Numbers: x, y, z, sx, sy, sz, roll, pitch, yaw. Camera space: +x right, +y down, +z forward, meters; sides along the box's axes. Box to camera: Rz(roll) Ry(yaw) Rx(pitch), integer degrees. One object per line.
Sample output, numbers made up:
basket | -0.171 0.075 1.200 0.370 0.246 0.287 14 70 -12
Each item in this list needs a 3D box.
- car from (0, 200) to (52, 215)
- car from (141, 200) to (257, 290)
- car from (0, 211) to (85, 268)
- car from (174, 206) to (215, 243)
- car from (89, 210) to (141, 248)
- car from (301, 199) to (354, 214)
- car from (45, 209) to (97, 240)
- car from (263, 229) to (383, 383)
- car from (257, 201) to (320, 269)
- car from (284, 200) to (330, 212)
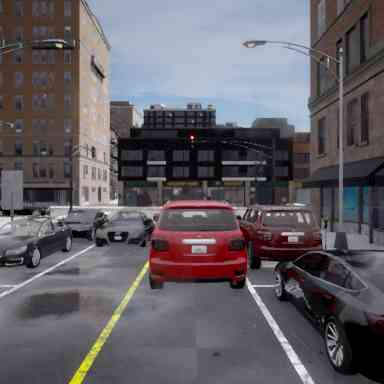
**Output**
car | -14.771 1.412 28.997 5.008 1.535 1.882 0 0 0
car | 0.086 1.221 9.232 2.150 2.045 5.566 0 0 -1
car | -5.381 1.550 11.077 2.008 1.369 4.403 0 0 0
car | 0.102 1.525 16.991 1.812 1.442 4.674 0 0 0
car | -2.810 1.563 14.682 1.994 1.385 4.181 0 0 0
car | 14.540 1.584 35.808 4.892 1.490 1.837 0 0 1
car | -5.377 1.565 16.740 1.947 1.339 4.313 0 0 0
car | 2.640 1.566 5.409 1.947 1.339 4.313 0 0 0
car | 2.644 1.314 11.072 2.192 1.841 5.009 0 0 0
car | 13.427 1.674 39.061 4.718 1.301 1.895 0 0 0
